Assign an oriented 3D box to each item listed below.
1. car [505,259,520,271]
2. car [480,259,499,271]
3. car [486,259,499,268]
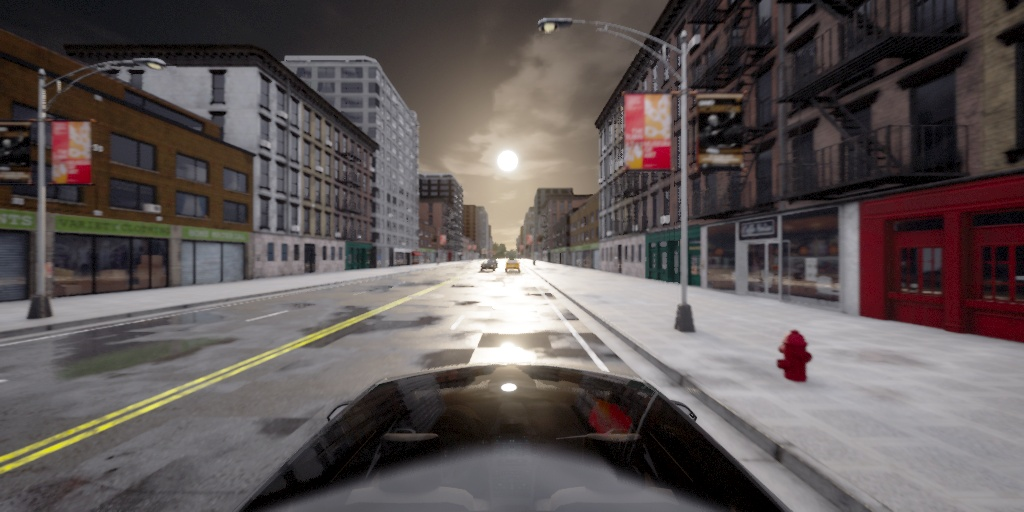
[{"bbox_3d":[0.081,1.209,47.502,1.882,1.535,5.008,0,0,0],"label":"car"},{"bbox_3d":[-3.170,1.332,48.409,1.895,1.301,4.718,0,0,0],"label":"car"},{"bbox_3d":[-3.275,1.237,60.851,1.837,1.490,4.892,0,0,0],"label":"car"}]
